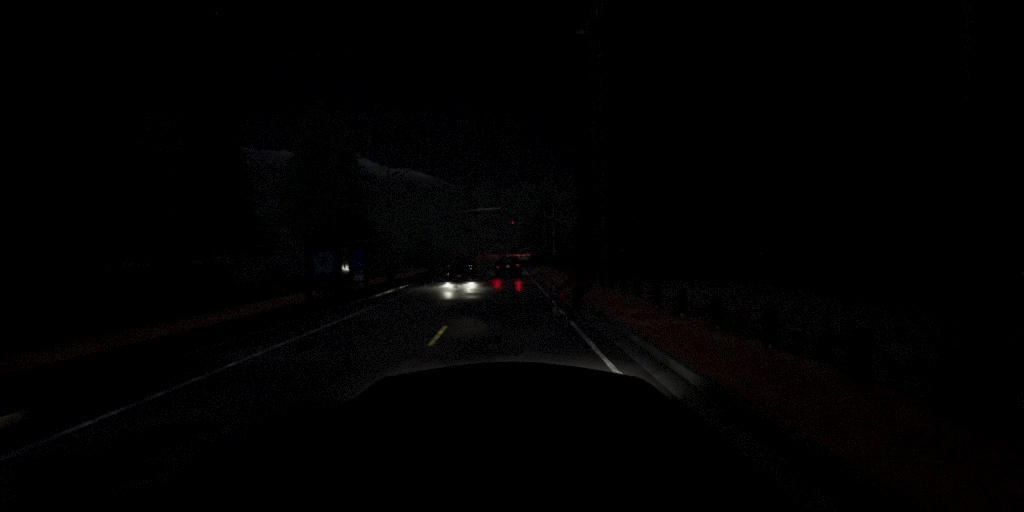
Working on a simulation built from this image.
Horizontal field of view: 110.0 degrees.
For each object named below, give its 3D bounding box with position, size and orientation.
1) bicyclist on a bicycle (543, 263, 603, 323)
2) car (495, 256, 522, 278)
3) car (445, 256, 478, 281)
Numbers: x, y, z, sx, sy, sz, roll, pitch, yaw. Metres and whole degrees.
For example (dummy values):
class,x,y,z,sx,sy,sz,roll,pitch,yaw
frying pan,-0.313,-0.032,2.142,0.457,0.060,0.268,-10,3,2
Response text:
class,x,y,z,sx,sy,sz,roll,pitch,yaw
bicyclist on a bicycle,1.644,1.026,9.728,1.656,1.620,0.582,-1,1,-1
car,-0.317,0.778,29.555,2.097,1.767,4.553,-1,1,0
car,-3.801,0.796,27.694,2.097,1.767,4.553,-1,1,-1
